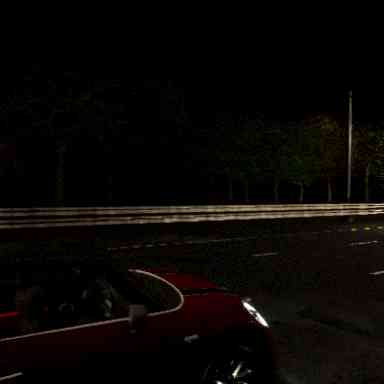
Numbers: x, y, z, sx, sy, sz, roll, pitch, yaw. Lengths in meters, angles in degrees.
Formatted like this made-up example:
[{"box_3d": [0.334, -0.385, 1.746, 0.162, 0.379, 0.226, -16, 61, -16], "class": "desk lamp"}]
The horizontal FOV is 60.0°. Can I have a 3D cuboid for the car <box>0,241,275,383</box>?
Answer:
[{"box_3d": [-1.328, 1.307, 3.346, 4.553, 1.767, 2.097, 1, 0, -31], "class": "car"}]
